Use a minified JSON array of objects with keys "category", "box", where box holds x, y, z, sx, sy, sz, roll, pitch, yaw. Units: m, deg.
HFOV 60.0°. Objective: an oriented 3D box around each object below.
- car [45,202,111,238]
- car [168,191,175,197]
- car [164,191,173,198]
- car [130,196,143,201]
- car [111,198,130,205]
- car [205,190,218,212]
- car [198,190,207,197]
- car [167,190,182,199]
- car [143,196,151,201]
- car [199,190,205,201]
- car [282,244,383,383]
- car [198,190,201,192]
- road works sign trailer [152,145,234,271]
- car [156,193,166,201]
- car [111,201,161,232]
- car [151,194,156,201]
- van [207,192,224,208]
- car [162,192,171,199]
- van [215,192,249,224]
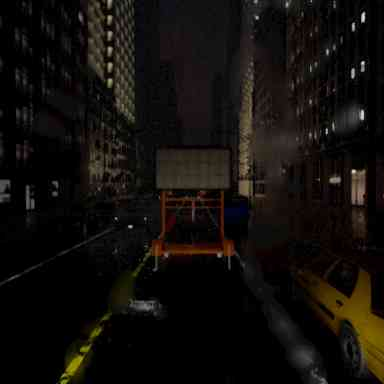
[{"category":"car","box":[-5.669,1.367,16.417,2.008,1.369,4.403,-1,1,0]},{"category":"car","box":[-5.530,0.519,90.130,1.752,1.417,4.829,-1,1,0]},{"category":"car","box":[-5.553,0.559,78.932,1.967,1.590,4.097,-1,1,0]},{"category":"car","box":[-5.648,1.235,27.784,1.887,1.381,4.507,-1,1,0]},{"category":"car","box":[-5.658,1.319,22.101,1.947,1.339,4.313,-1,1,0]},{"category":"car","box":[2.741,0.941,33.449,2.192,1.841,5.009,-1,1,0]},{"category":"car","box":[2.848,0.306,90.282,2.192,1.841,5.009,-1,1,0]},{"category":"car","box":[-2.889,0.403,60.058,2.097,1.767,4.553,0,1,0]},{"category":"car","box":[-5.638,1.177,33.467,2.008,1.369,4.403,-1,1,0]},{"category":"car","box":[2.797,0.860,61.867,2.008,1.369,4.403,-1,1,0]},{"category":"car","box":[2.690,1.466,5.204,1.752,1.417,4.829,-1,1,0]},{"category":"car","box":[2.837,0.370,84.598,2.192,1.841,5.009,-1,1,0]},{"category":"road works sign trailer","box":[0.033,0.346,10.445,2.380,3.560,2.880,0,1,0]},{"category":"car","box":[-5.605,0.988,50.517,2.008,1.369,4.403,-1,1,0]},{"category":"car","box":[-3.067,1.390,18.788,1.895,1.301,4.718,0,1,0]},{"category":"car","box":[-5.626,1.145,39.151,1.802,1.307,4.206,-1,1,0]},{"category":"van","box":[2.752,0.904,39.132,1.690,1.788,3.998,-1,1,0]},{"category":"car","box":[-5.562,0.765,73.250,1.802,1.307,4.206,-1,1,0]},{"category":"van","box":[2.720,1.094,22.082,1.690,1.788,3.998,-1,1,0]}]
